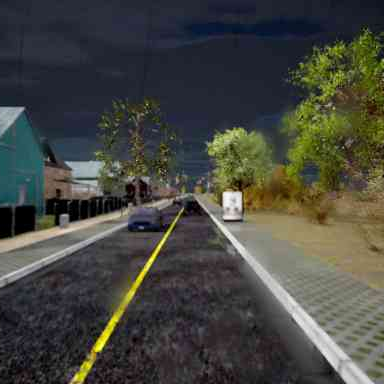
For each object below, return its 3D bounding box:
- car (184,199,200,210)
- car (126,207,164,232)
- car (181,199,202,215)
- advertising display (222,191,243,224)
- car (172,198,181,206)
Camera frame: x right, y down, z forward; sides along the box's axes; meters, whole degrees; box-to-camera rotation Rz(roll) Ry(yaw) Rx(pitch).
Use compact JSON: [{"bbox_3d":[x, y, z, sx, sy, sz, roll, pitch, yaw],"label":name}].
[{"bbox_3d":[0.027,1.733,47.287,2.128,1.511,4.902,0,0,0],"label":"car"},{"bbox_3d":[-2.843,1.655,21.460,2.033,1.411,5.357,0,0,0],"label":"car"},{"bbox_3d":[0.040,1.687,36.000,1.837,1.490,4.892,0,0,0],"label":"car"},{"bbox_3d":[3.020,1.151,24.910,1.540,2.440,0.280,0,0,0],"label":"advertising display"},{"bbox_3d":[-2.746,1.870,62.641,2.033,1.411,5.357,0,0,0],"label":"car"}]
